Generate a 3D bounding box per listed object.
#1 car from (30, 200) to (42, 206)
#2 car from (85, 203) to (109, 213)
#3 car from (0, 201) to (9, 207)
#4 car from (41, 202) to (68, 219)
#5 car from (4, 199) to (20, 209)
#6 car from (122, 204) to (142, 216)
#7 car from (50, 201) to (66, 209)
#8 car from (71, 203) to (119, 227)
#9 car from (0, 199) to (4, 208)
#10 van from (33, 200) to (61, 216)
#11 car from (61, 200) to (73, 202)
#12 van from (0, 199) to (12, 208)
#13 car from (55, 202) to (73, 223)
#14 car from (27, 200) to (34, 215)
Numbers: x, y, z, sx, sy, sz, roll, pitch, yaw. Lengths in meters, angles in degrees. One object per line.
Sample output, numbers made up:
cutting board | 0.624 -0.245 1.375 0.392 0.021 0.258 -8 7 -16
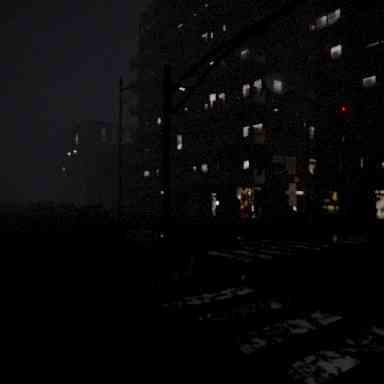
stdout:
car | -39.590 2.844 84.446 1.947 1.339 4.313 -1 0 -36
car | -13.930 2.263 48.494 1.947 1.339 4.313 -1 0 -36
car | -42.915 2.702 75.540 1.752 1.417 4.829 -1 0 -36
car | -14.127 2.074 35.205 2.008 1.369 4.403 -1 0 -36
car | -33.386 2.402 62.188 1.967 1.590 4.097 -1 0 -36
car | -7.615 2.078 39.644 1.752 1.417 4.829 -1 0 -36
car | -26.760 2.533 66.470 1.887 1.381 4.507 -1 0 -36
car | -7.710 1.814 26.211 1.967 1.590 4.097 -1 0 -36
car | -36.594 2.579 66.684 1.887 1.381 4.507 -1 0 -36
van | -17.340 1.938 39.703 1.690 1.788 3.998 -1 0 -36
car | -15.602 2.130 41.703 1.812 1.442 4.674 0 -1 -36
van | -39.807 2.447 71.182 1.690 1.788 3.998 -1 0 -36
car | -10.819 1.972 30.570 1.752 1.417 4.829 -1 0 -36
car | -20.548 2.110 44.199 1.967 1.590 4.097 -1 0 -36
